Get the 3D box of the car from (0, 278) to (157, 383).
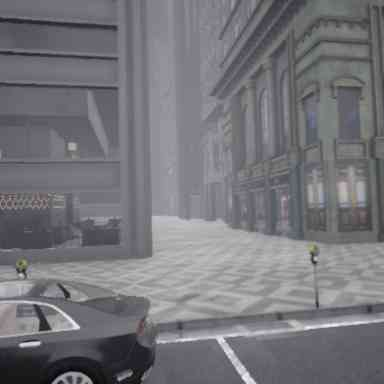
[{"bbox_3d":[-2.646,1.838,4.074,4.403,1.369,2.008,-1,-3,-10],"label":"car"}]
